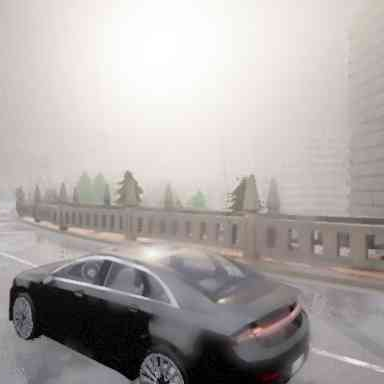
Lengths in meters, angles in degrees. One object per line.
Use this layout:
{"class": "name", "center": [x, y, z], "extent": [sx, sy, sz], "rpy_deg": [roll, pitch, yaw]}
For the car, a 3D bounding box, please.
{"class": "car", "center": [-0.845, 1.506, 4.836], "extent": [4.902, 1.511, 2.128], "rpy_deg": [0, 0, 38]}
